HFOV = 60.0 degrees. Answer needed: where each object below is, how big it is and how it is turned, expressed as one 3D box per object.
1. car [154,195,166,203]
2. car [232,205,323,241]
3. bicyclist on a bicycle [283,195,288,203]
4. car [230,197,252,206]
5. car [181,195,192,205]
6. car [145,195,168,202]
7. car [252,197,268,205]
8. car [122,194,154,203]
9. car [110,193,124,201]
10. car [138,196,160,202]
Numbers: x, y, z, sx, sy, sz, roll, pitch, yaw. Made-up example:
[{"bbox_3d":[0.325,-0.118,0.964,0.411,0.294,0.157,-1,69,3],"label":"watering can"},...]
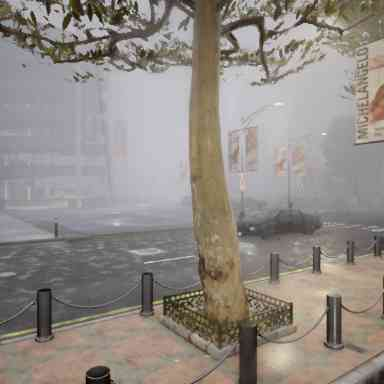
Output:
[{"bbox_3d":[-7.538,1.492,68.860,4.902,1.511,2.128,0,0,37],"label":"car"},{"bbox_3d":[4.384,1.547,16.927,5.357,1.411,2.033,0,0,-35],"label":"car"},{"bbox_3d":[17.569,1.300,62.357,1.656,1.620,0.582,0,0,-36],"label":"bicyclist on a bicycle"},{"bbox_3d":[5.665,1.547,48.140,2.033,1.411,5.357,0,0,-36],"label":"car"},{"bbox_3d":[0.181,1.352,55.546,2.097,1.767,4.553,0,0,-38],"label":"car"},{"bbox_3d":[-8.332,1.525,77.525,4.902,1.511,2.128,0,0,26],"label":"car"},{"bbox_3d":[8.972,1.478,49.531,1.882,1.535,5.008,0,0,-37],"label":"car"},{"bbox_3d":[-10.868,1.548,66.722,5.357,1.411,2.033,0,0,33],"label":"car"},{"bbox_3d":[-18.822,1.545,77.848,4.718,1.301,1.895,0,0,11],"label":"car"},{"bbox_3d":[-9.545,1.524,74.225,4.674,1.442,1.812,0,0,26],"label":"car"}]
